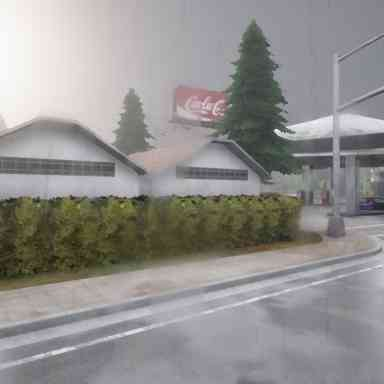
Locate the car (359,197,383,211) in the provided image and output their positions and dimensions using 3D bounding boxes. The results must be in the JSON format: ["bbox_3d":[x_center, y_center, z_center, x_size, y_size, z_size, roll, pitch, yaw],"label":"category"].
[{"bbox_3d":[21.919,1.480,40.042,4.611,1.667,2.242,0,0,-36],"label":"car"}]

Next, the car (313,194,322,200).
[{"bbox_3d":[33.040,1.330,89.523,2.152,1.636,5.027,0,0,-36],"label":"car"}]
